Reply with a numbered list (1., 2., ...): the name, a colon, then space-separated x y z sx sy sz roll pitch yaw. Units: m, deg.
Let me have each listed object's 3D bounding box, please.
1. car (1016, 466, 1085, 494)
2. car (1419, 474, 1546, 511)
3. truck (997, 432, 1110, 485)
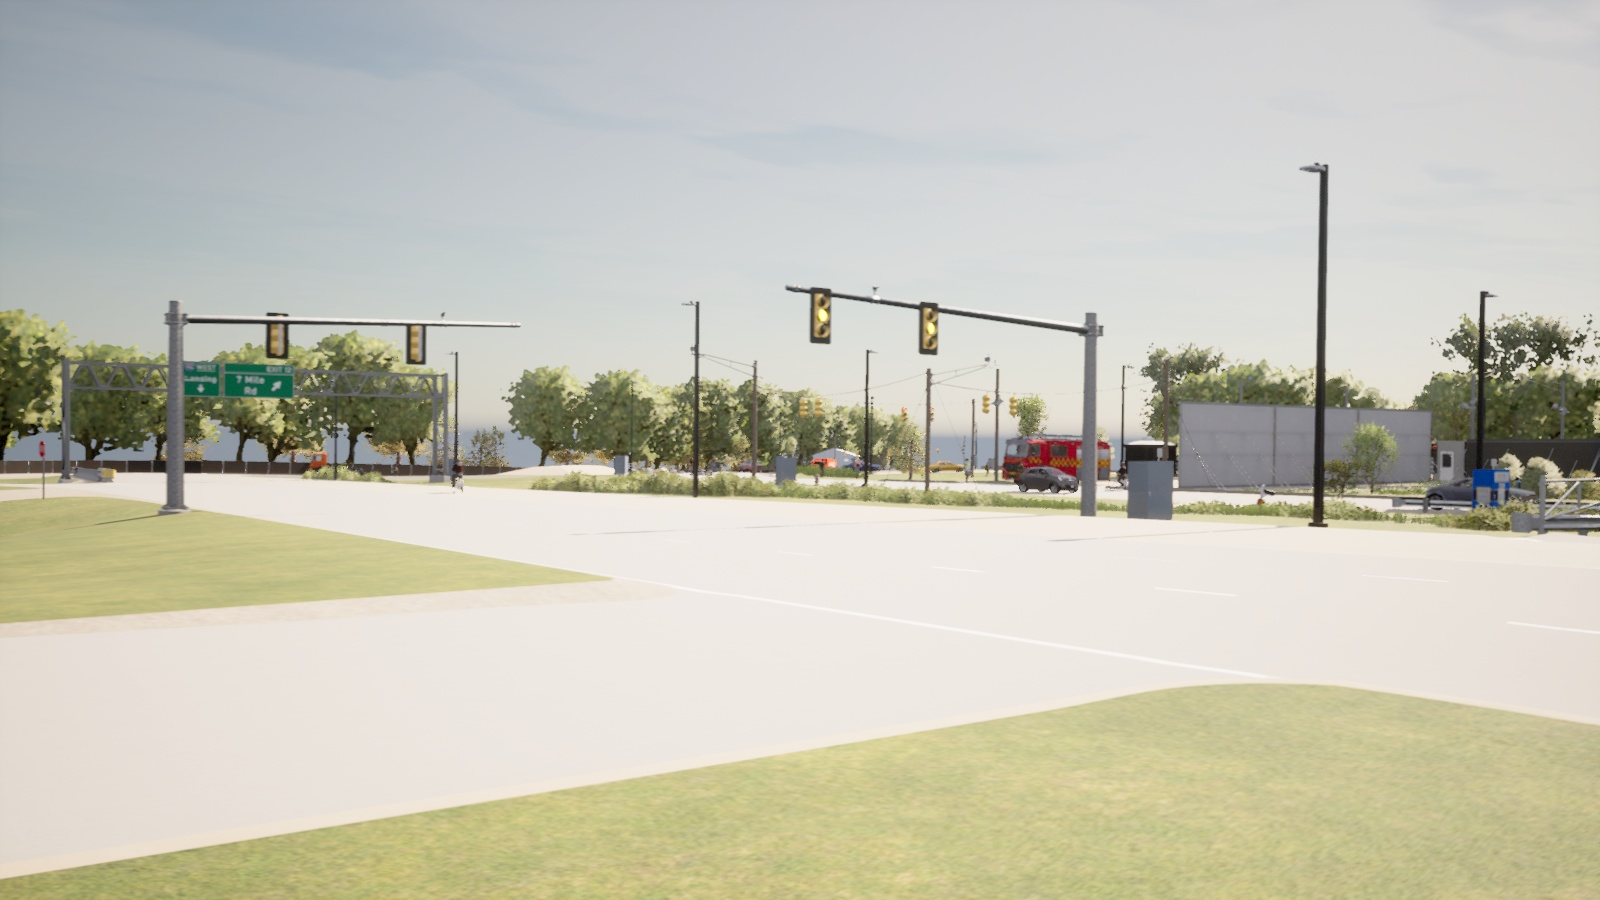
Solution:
1. car: 14.380 1.694 72.329 1.845 1.501 3.633 0 0 -34
2. car: 28.195 1.725 51.996 1.994 1.385 4.181 0 0 -35
3. truck: 19.157 0.644 94.847 8.468 3.827 2.891 1 0 -29
